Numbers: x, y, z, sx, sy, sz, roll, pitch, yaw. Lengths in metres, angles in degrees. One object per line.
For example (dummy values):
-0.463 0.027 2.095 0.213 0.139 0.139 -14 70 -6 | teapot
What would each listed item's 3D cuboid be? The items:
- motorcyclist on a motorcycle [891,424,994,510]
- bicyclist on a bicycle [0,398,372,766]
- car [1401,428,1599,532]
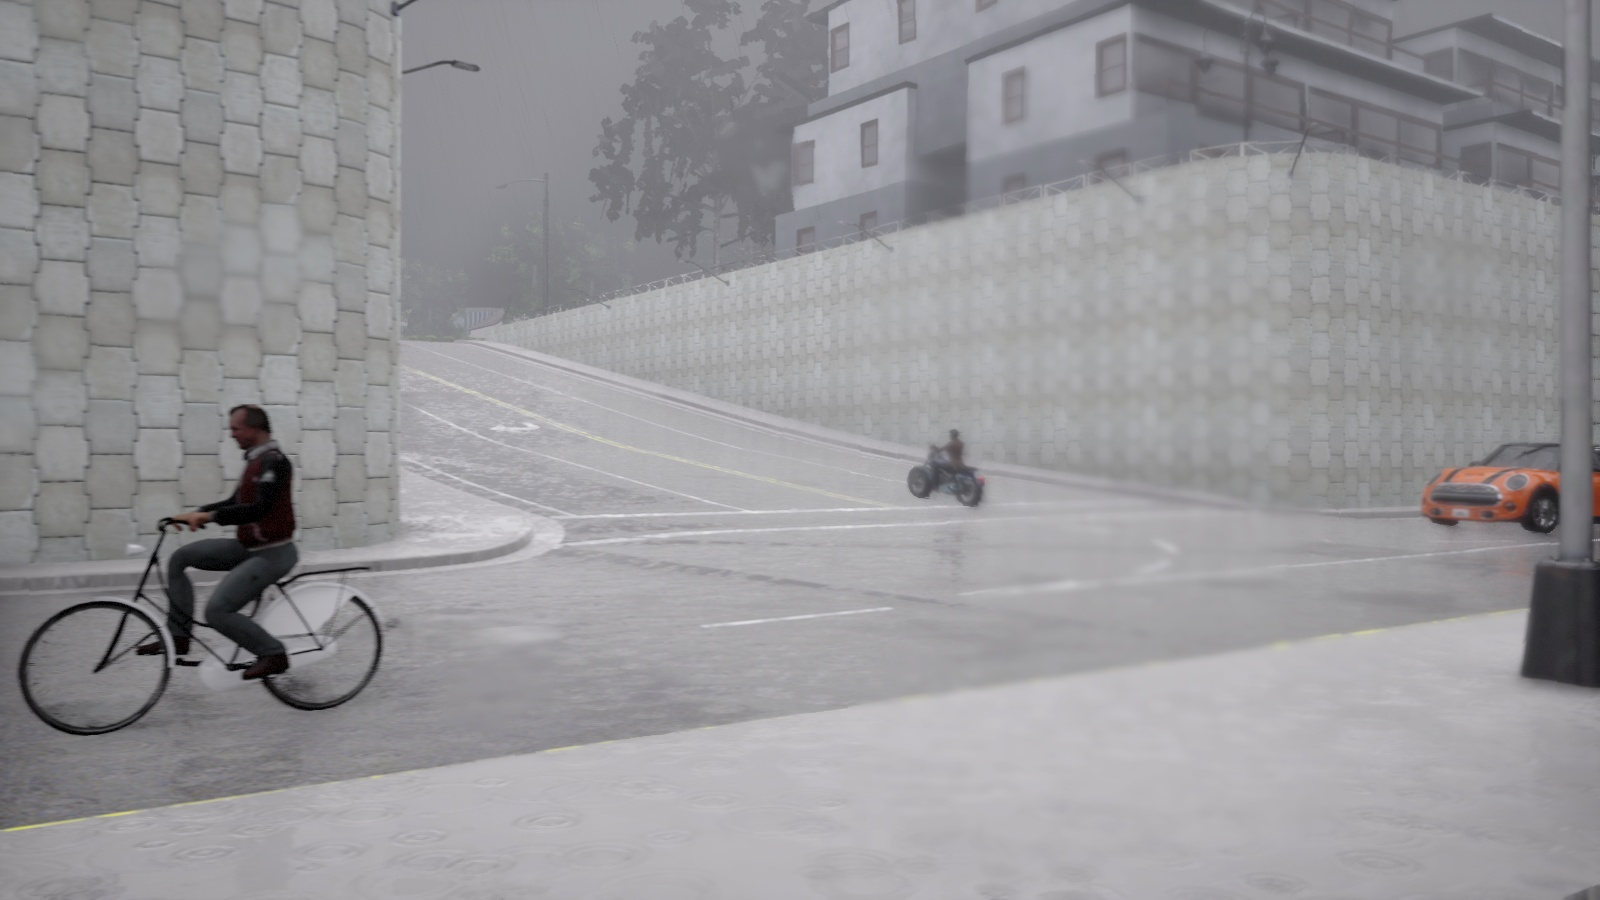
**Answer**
3.017 0.331 26.884 0.766 1.649 2.350 0 4 -34 | motorcyclist on a motorcycle
-3.357 0.639 6.806 1.843 1.776 0.659 0 0 -35 | bicyclist on a bicycle
13.751 0.580 23.561 4.553 1.767 2.097 2 -1 -27 | car
